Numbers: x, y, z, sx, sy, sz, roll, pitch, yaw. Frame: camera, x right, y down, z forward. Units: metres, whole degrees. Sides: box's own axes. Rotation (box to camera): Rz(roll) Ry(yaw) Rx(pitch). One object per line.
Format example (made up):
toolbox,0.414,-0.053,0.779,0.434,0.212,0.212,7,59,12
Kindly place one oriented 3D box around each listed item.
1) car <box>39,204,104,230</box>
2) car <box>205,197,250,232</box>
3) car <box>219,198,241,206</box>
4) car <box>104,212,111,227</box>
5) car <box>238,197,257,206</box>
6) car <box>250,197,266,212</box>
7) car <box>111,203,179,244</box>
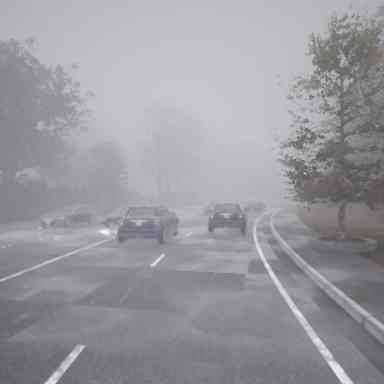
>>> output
car,-8.223,1.616,22.474,2.128,1.511,4.902,-1,0,12
car,2.282,1.385,20.395,2.097,1.767,4.553,0,0,10
car,7.196,1.846,62.744,2.033,1.411,5.357,-2,-1,31
car,-4.485,1.652,23.533,2.033,1.411,5.357,-1,0,12
car,10.308,1.717,61.134,1.812,1.442,4.674,-2,-1,31
car,7.489,1.639,38.973,1.895,1.301,4.718,-1,0,21
car,-1.970,1.399,16.311,2.097,1.767,4.553,0,0,8
